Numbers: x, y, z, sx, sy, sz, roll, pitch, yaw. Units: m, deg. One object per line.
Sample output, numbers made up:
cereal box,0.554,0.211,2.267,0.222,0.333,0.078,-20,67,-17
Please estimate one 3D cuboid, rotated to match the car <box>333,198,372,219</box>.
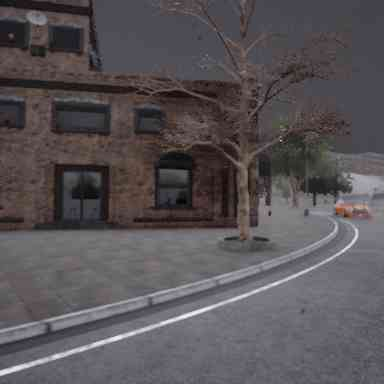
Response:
car,14.134,1.360,29.459,2.097,1.767,4.553,0,0,9
